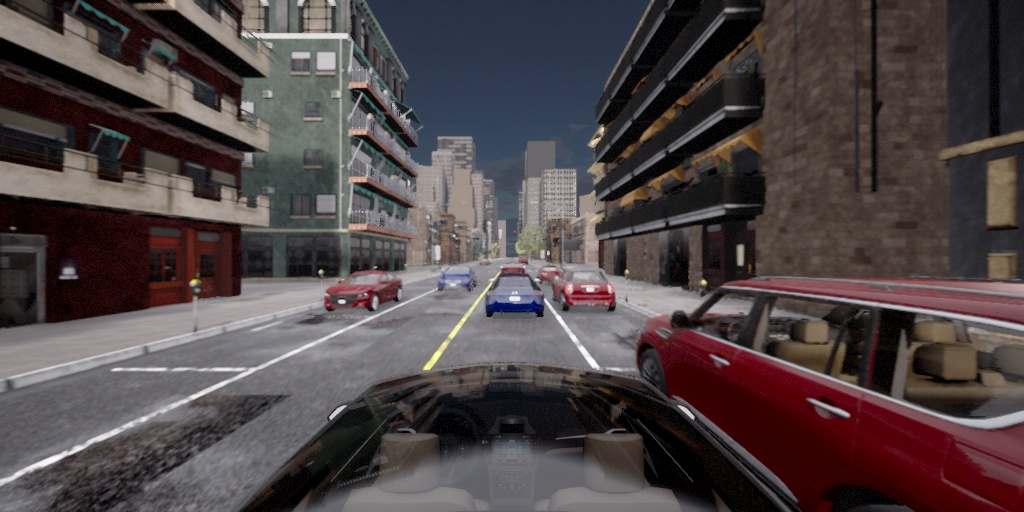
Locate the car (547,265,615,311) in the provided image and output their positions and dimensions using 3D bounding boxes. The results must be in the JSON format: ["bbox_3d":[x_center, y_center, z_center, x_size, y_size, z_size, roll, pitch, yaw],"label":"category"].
[{"bbox_3d":[2.686,1.177,14.250,1.967,1.591,4.097,0,0,0],"label":"car"}]

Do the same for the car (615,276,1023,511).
[{"bbox_3d":[2.690,1.063,2.922,2.192,1.841,5.009,0,0,0],"label":"car"}]

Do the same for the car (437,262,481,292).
[{"bbox_3d":[-3.105,1.258,21.113,1.812,1.442,4.674,0,0,0],"label":"car"}]

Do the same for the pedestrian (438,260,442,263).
[{"bbox_3d":[-12.533,1.016,62.062,0.375,1.860,0.375,0,1,0],"label":"pedestrian"}]

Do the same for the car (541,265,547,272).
[{"bbox_3d":[2.682,1.313,25.580,1.802,1.307,4.207,0,0,0],"label":"car"}]

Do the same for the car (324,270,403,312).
[{"bbox_3d":[-5.695,1.282,14.247,1.888,1.381,4.507,0,0,0],"label":"car"}]

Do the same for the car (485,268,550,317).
[{"bbox_3d":[0.092,1.302,13.195,1.994,1.385,4.181,0,0,0],"label":"car"}]

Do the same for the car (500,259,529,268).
[{"bbox_3d":[0.087,1.208,28.680,1.882,1.535,5.008,0,0,0],"label":"car"}]
